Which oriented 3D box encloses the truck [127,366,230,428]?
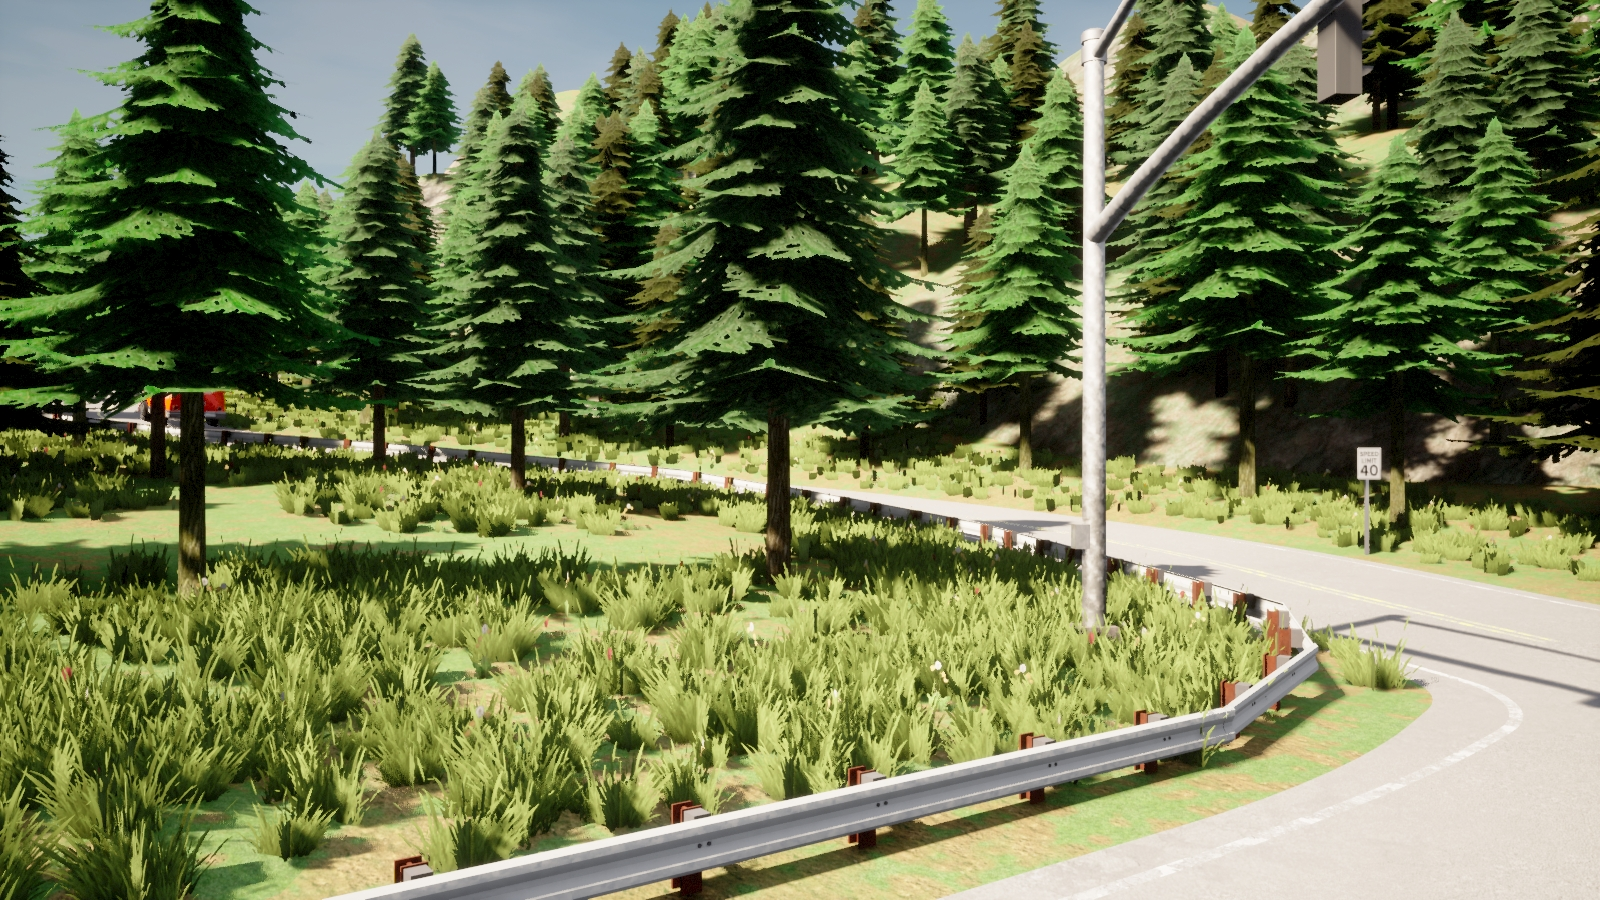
[{"bbox_3d":[-28.617,-2.464,52.539,5.204,2.467,2.627,7,5,43],"label":"truck"}]
